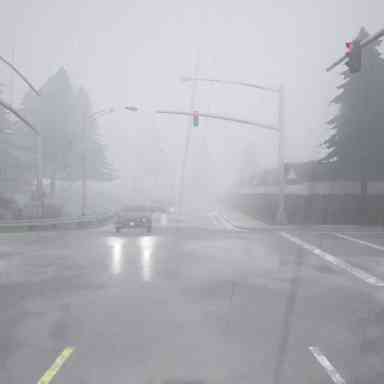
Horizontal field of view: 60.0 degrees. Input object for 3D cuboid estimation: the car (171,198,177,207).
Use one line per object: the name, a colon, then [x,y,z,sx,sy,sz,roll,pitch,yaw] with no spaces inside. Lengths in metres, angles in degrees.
car: [-3.414,1.562,50.112,1.994,1.385,4.181,0,0,3]

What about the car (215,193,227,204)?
car: [6.889,1.206,60.906,5.566,2.045,2.150,0,0,-22]

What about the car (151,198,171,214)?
car: [-3.605,1.507,35.191,1.837,1.490,4.892,0,-1,0]

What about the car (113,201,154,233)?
car: [-3.214,1.440,18.684,1.837,1.490,4.892,0,-3,-7]
